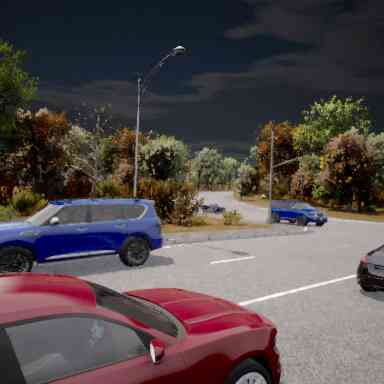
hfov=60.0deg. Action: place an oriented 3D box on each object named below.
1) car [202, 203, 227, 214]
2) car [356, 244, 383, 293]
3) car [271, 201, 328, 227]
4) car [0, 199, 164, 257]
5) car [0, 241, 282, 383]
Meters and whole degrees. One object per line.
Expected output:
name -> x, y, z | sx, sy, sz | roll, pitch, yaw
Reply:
car -> 2.937, 2.141, 43.718 | 1.895, 1.301, 4.718 | 3, 0, -19
car -> 5.800, 1.665, 7.936 | 4.181, 1.385, 1.994 | 1, -1, -35
car -> 9.163, 1.857, 29.135 | 2.150, 2.045, 5.566 | 3, -2, -26
car -> -3.526, 1.232, 10.024 | 5.566, 2.045, 2.150 | 0, 0, -35
car -> -1.349, 1.479, 2.783 | 5.008, 1.535, 1.882 | 0, 0, -36
